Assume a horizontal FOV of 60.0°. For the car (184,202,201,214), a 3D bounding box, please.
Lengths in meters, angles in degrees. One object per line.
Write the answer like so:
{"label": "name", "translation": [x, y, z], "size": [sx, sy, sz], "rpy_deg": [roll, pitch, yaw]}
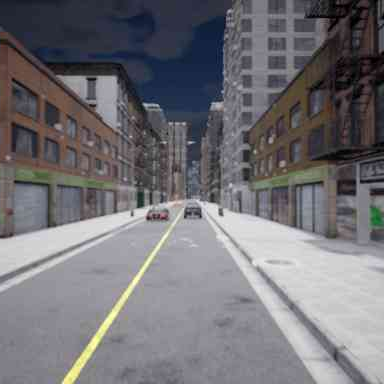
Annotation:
{"label": "car", "translation": [0.084, 2.098, 45.387], "size": [2.128, 1.511, 4.902], "rpy_deg": [0, -1, 1]}

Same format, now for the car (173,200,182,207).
{"label": "car", "translation": [-2.997, 2.423, 71.449], "size": [1.882, 1.535, 5.008], "rpy_deg": [0, -1, 0]}

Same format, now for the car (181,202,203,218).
{"label": "car", "translation": [0.097, 1.971, 35.353], "size": [1.837, 1.490, 4.892], "rpy_deg": [0, -1, 0]}

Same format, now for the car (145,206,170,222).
{"label": "car", "translation": [-3.099, 1.970, 30.897], "size": [1.994, 1.385, 4.181], "rpy_deg": [0, -1, 0]}
